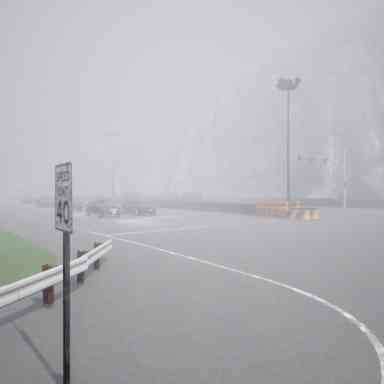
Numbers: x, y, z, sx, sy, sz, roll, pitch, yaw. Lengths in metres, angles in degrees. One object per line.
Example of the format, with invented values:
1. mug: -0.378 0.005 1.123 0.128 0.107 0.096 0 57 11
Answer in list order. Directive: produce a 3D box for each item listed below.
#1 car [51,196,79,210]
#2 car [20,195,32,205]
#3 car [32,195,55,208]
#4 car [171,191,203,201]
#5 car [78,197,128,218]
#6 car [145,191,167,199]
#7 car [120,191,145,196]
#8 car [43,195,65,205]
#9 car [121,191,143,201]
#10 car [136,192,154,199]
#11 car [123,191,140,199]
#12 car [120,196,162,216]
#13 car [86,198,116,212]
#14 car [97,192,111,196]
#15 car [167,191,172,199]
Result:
1. car: -13.755 1.491 37.104 1.895 1.301 4.718 0 0 -38
2. car: -25.698 1.213 52.434 1.812 1.442 4.674 0 1 -37
3. car: -19.469 1.318 44.417 1.837 1.490 4.892 0 1 -38
4. car: -0.505 1.027 54.568 2.150 2.045 5.566 0 1 -38
5. car: -8.030 1.424 29.826 2.128 1.511 4.902 0 0 -38
6. car: -7.904 0.951 69.547 2.097 1.767 4.553 0 1 -38
7. car: -11.839 0.872 63.376 2.150 2.045 5.566 0 1 -38
8. car: -22.480 1.237 53.994 2.033 1.411 5.357 0 1 -38
9. car: -12.738 0.777 70.064 2.150 2.045 5.566 0 1 -38
10. car: -11.332 0.903 79.610 2.128 1.511 4.902 0 1 -38
11. car: -14.068 0.741 77.427 2.097 1.767 4.553 0 1 -38
12. car: -5.214 1.430 31.908 1.837 1.490 4.892 0 0 -38
13. car: -10.693 1.449 38.868 1.994 1.385 4.181 0 0 -38
14. car: -19.600 0.799 73.138 2.097 1.767 4.553 0 1 -38
15. car: -4.931 0.815 71.426 2.150 2.045 5.566 0 1 -38
